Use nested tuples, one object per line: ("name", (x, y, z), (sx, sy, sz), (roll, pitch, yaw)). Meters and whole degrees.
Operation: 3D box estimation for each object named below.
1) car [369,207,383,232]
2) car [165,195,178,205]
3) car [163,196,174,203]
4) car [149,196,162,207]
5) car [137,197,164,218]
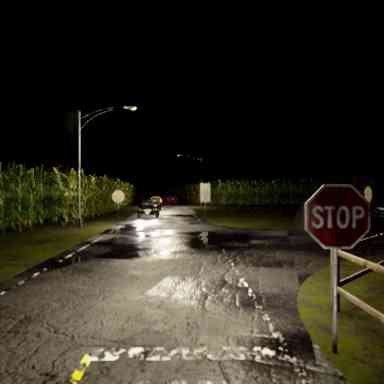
("car", (9.511, 1.414, 16.516), (4.718, 1.301, 1.895), (-1, 0, 4))
("car", (-3.689, 1.361, 60.680), (2.097, 1.767, 4.553), (0, 0, -7))
("car", (-5.043, 1.574, 70.665), (1.994, 1.385, 4.181), (0, 0, -8))
("car", (-5.566, 1.479, 51.129), (1.882, 1.535, 5.008), (0, 0, -6))
("car", (-3.897, 1.484, 30.414), (2.128, 1.511, 4.902), (0, 0, -3))
